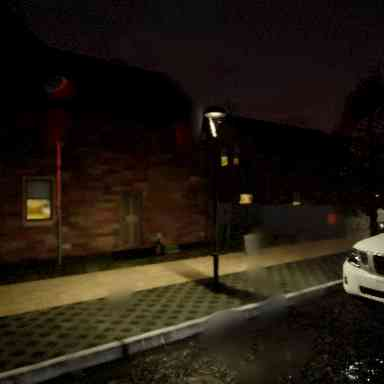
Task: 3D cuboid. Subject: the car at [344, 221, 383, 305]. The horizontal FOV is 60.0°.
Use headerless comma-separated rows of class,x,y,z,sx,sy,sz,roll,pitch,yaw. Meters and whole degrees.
car,5.528,1.221,6.995,5.566,2.045,2.150,0,0,-35
